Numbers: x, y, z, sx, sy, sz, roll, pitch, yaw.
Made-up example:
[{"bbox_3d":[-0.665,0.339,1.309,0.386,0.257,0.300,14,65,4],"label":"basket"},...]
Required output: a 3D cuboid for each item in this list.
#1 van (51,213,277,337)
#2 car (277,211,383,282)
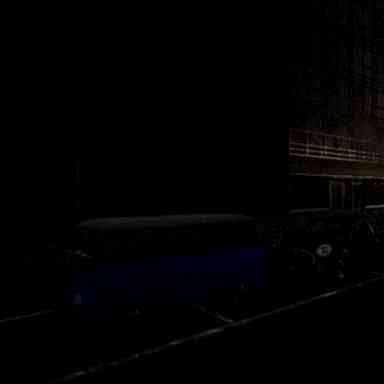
[{"bbox_3d":[-0.416,1.332,6.357,3.998,1.788,1.690,0,0,-36],"label":"van"},{"bbox_3d":[4.143,1.411,9.625,4.097,1.590,1.967,0,0,-36],"label":"car"}]
